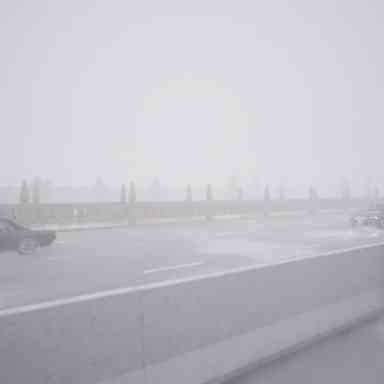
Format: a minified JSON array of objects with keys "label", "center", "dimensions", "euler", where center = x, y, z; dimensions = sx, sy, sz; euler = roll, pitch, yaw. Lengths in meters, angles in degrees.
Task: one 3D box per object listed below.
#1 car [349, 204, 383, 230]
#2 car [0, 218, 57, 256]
[{"label":"car","center":[11.934,1.493,21.095],"dimensions":[4.902,1.511,2.128],"euler":[0,0,-35]},{"label":"car","center":[-7.402,1.602,11.610],"dimensions":[4.718,1.301,1.895],"euler":[0,0,-35]}]
